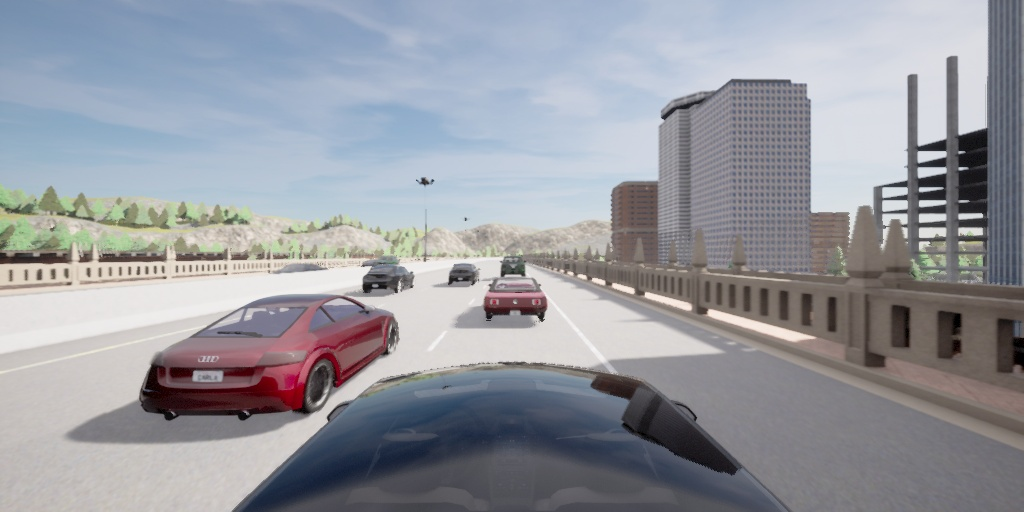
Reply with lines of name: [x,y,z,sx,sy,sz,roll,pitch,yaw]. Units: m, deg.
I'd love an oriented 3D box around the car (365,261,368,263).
car: [-21.030,1.253,54.374,1.882,1.535,5.008,0,0,0]

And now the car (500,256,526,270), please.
car: [0.089,0.982,32.091,2.150,2.045,5.566,0,0,0]

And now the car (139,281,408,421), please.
car: [-3.401,1.314,6.016,1.994,1.385,4.181,0,0,0]

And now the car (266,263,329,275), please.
car: [-14.098,1.235,23.775,1.882,1.535,5.008,0,0,0]

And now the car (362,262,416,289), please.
car: [-6.905,1.260,20.521,1.837,1.490,4.892,0,0,0]

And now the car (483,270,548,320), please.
car: [0.097,1.352,12.525,1.895,1.301,4.718,0,0,0]

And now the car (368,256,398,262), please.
car: [-17.528,0.997,50.014,2.150,2.045,5.566,0,0,0]

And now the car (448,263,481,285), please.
car: [-3.408,1.263,26.052,1.837,1.490,4.892,0,0,0]
